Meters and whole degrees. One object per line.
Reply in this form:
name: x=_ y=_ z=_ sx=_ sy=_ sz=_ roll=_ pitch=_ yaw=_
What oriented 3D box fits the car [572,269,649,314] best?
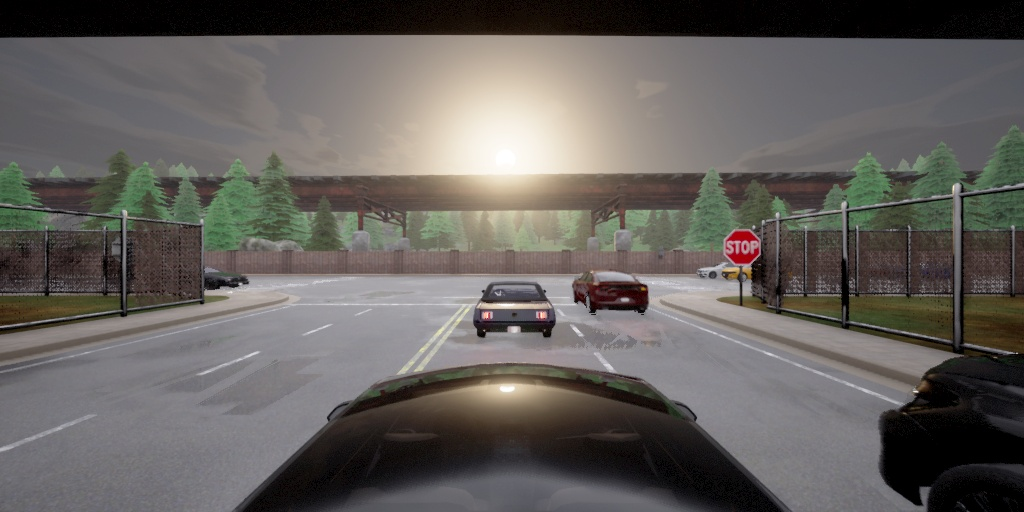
car: x=3.558 y=1.228 z=13.752 sx=1.882 sy=1.535 sz=5.008 roll=0 pitch=0 yaw=0

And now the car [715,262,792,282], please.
car: x=19.305 y=1.228 z=28.397 sx=5.008 sy=1.535 sz=1.882 roll=0 pitch=0 yaw=0

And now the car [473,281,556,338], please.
car: x=0.058 y=1.351 z=10.216 sx=1.895 sy=1.301 sz=4.718 roll=0 pitch=0 yaw=0

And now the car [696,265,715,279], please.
car: x=18.940 y=1.276 z=31.881 sx=4.674 sy=1.442 sz=1.812 roll=0 pitch=0 yaw=0

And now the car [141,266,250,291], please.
car: x=-18.981 y=1.297 z=21.530 sx=5.357 sy=1.411 sz=2.033 roll=0 pitch=0 yaw=-1
